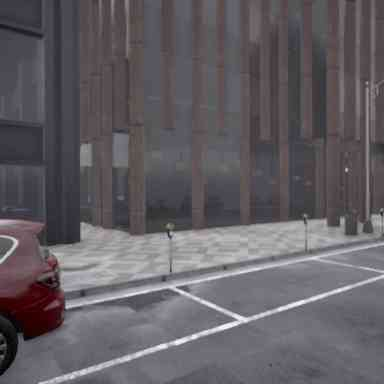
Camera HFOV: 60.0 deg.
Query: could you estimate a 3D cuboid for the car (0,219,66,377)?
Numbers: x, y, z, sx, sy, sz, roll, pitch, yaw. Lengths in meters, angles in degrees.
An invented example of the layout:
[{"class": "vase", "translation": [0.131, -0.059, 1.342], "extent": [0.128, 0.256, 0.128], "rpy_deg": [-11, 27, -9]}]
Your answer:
[{"class": "car", "translation": [-4.062, 1.322, 3.751], "extent": [5.009, 1.841, 2.192], "rpy_deg": [0, 0, -36]}]
